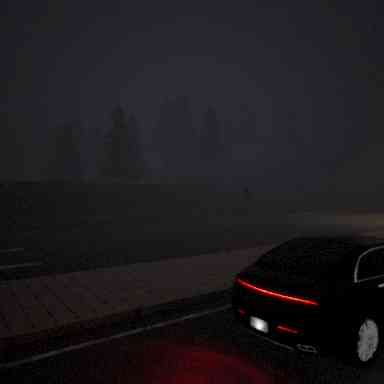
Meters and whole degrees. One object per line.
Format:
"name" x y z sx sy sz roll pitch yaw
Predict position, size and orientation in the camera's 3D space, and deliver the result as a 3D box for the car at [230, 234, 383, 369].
"car" 2.849 1.510 5.778 4.892 1.490 1.837 1 0 -36
